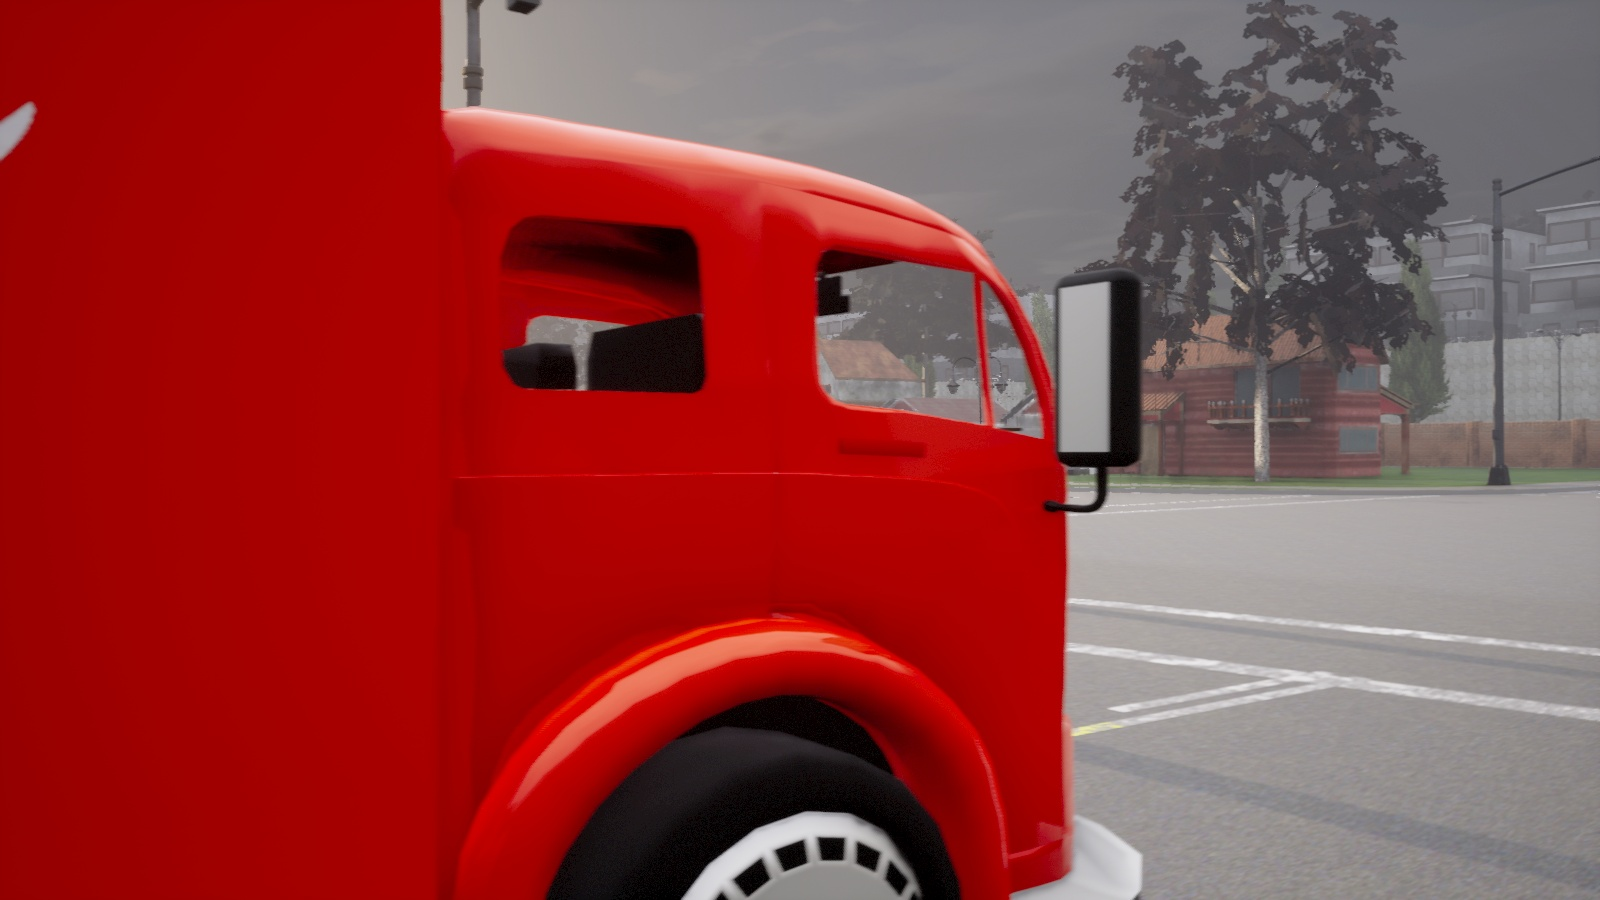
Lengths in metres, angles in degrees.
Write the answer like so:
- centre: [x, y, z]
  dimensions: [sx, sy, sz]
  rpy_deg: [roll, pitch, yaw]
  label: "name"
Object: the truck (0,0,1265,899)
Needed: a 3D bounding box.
- centre: [-1.879, 0.266, 2.381]
  dimensions: [5.204, 2.467, 2.627]
  rpy_deg: [0, 0, -34]
  label: "truck"
